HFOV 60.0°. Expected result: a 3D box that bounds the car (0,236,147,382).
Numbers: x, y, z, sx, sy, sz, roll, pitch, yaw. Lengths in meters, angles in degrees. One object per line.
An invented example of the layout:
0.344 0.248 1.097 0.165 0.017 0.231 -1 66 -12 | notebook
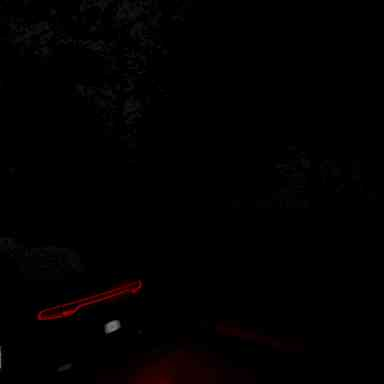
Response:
-2.986 1.474 5.510 5.008 1.535 1.882 0 0 36 | car
